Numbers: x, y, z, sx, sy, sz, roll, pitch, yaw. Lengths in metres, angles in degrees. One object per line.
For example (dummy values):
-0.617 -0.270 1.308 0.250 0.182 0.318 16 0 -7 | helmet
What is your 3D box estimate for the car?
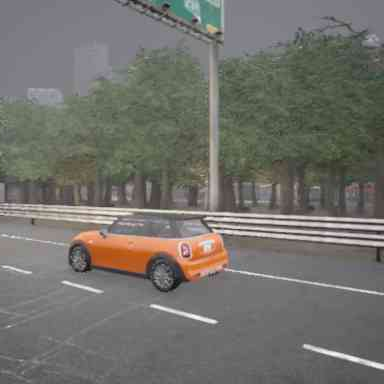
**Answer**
-1.364 1.353 9.142 4.553 1.767 2.097 0 0 36 | car
